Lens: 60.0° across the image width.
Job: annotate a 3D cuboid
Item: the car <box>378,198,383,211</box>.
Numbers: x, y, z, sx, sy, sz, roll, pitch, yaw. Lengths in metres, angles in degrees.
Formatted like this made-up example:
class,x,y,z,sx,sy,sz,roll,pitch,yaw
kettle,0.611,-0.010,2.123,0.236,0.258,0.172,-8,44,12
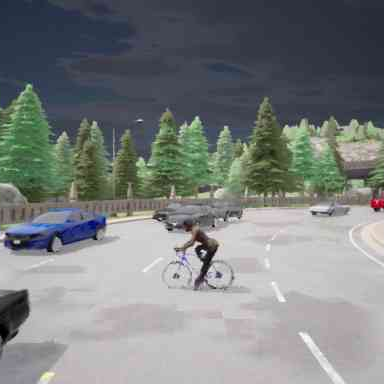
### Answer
class,x,y,z,sx,sy,sz,roll,pitch,yaw
car,21.453,1.547,33.160,5.357,1.411,2.033,0,0,-29

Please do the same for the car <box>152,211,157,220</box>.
class,x,y,z,sx,sy,sz,roll,pitch,yaw
car,-0.908,1.548,26.184,2.033,1.411,5.357,0,0,30

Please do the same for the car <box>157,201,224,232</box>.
class,x,y,z,sx,sy,sz,roll,pitch,yaw
car,0.089,1.506,19.893,1.837,1.490,4.892,0,0,25

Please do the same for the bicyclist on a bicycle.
class,x,y,z,sx,sy,sz,roll,pitch,yaw
bicyclist on a bicycle,0.109,1.455,7.600,1.656,1.620,0.582,-2,0,6

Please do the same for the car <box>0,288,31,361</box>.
class,x,y,z,sx,sy,sz,roll,pitch,yaw
car,-3.345,1.601,2.577,1.895,1.301,4.718,0,0,3

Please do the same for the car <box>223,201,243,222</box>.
class,x,y,z,sx,sy,sz,roll,pitch,yaw
car,2.254,1.358,24.674,1.994,1.385,4.181,0,0,31

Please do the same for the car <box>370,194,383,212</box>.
class,x,y,z,sx,sy,sz,roll,pitch,yaw
car,22.934,1.221,37.809,5.566,2.045,2.150,0,0,-22

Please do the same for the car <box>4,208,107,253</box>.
class,x,y,z,sx,sy,sz,roll,pitch,yaw
car,-5.480,1.478,14.051,1.882,1.535,5.008,0,0,15

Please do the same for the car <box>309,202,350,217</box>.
class,x,y,z,sx,sy,sz,roll,pitch,yaw
car,13.249,1.601,31.805,4.718,1.301,1.895,0,0,-41
